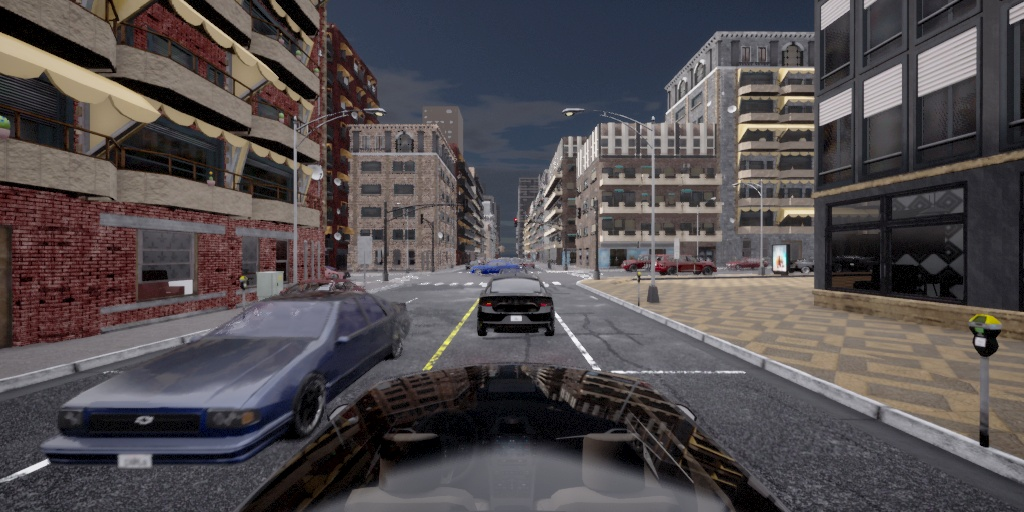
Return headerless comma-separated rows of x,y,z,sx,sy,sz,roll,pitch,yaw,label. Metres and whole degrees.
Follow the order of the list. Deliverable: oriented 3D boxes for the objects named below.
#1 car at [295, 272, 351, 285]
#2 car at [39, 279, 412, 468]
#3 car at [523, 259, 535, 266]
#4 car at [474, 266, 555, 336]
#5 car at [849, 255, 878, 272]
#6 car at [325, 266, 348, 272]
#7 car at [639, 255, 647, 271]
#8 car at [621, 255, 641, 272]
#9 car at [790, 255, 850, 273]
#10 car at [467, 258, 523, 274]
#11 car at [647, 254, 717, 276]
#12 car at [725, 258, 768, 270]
-5.744,1.332,10.726,1.802,1.307,4.207,0,0,0,car
-3.096,1.297,5.609,2.033,1.411,5.357,0,0,0,car
2.670,1.207,58.437,1.967,1.591,4.097,0,0,0,car
0.096,1.227,10.388,1.882,1.535,5.008,0,0,0,car
31.340,0.717,30.865,4.313,1.339,1.948,0,0,-1,car
-17.188,1.610,33.010,4.181,1.385,1.994,-1,0,-1,car
15.965,0.932,36.516,4.892,1.490,1.837,-1,0,-1,car
14.562,0.764,39.093,5.009,1.841,2.192,0,0,-1,car
25.793,0.822,30.814,4.313,1.339,1.948,0,0,-1,car
-1.721,1.233,36.354,5.008,1.535,1.882,-1,0,-1,car
14.699,0.778,30.713,5.009,1.841,2.192,0,0,-1,car
25.653,0.824,39.194,4.207,1.307,1.802,0,0,-1,car
